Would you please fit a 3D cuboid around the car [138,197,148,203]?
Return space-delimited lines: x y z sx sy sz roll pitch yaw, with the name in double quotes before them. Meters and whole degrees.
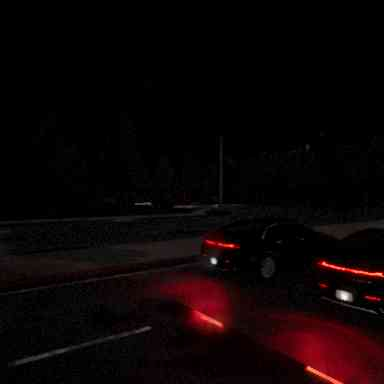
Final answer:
"car" -11.011 1.667 70.578 1.895 1.301 4.718 0 0 -35

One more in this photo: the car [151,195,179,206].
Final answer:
"car" -4.851 1.612 55.559 2.033 1.411 5.357 0 0 -35

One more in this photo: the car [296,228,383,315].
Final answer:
"car" 4.577 1.523 7.061 4.892 1.490 1.837 0 0 -35

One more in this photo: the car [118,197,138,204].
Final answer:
"car" -13.534 1.659 68.080 1.895 1.301 4.718 0 0 -35

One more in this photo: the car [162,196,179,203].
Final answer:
"car" -4.865 1.642 74.006 1.994 1.385 4.181 0 0 -35

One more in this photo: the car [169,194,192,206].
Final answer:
"car" -2.241 1.297 57.949 2.150 2.045 5.566 0 0 -35

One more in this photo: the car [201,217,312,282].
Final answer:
"car" 2.545 1.523 9.911 4.892 1.490 1.837 0 0 -35

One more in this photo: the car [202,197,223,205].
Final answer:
"car" 3.736 1.615 61.652 1.812 1.442 4.674 0 0 -35
